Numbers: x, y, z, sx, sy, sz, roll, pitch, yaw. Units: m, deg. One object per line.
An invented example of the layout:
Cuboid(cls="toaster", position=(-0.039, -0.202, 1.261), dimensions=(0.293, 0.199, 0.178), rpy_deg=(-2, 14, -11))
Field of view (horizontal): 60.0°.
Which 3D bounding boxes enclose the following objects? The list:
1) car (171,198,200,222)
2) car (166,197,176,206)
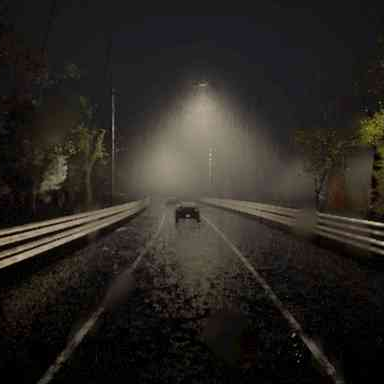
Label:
Cuboid(cls="car", position=(-0.418, 1.487, 26.154), dimensions=(2.128, 1.511, 4.902), rpy_deg=(0, 0, -3))
Cuboid(cls="car", position=(-3.215, 1.516, 55.564), dimensions=(1.994, 1.385, 4.181), rpy_deg=(0, 0, -8))
